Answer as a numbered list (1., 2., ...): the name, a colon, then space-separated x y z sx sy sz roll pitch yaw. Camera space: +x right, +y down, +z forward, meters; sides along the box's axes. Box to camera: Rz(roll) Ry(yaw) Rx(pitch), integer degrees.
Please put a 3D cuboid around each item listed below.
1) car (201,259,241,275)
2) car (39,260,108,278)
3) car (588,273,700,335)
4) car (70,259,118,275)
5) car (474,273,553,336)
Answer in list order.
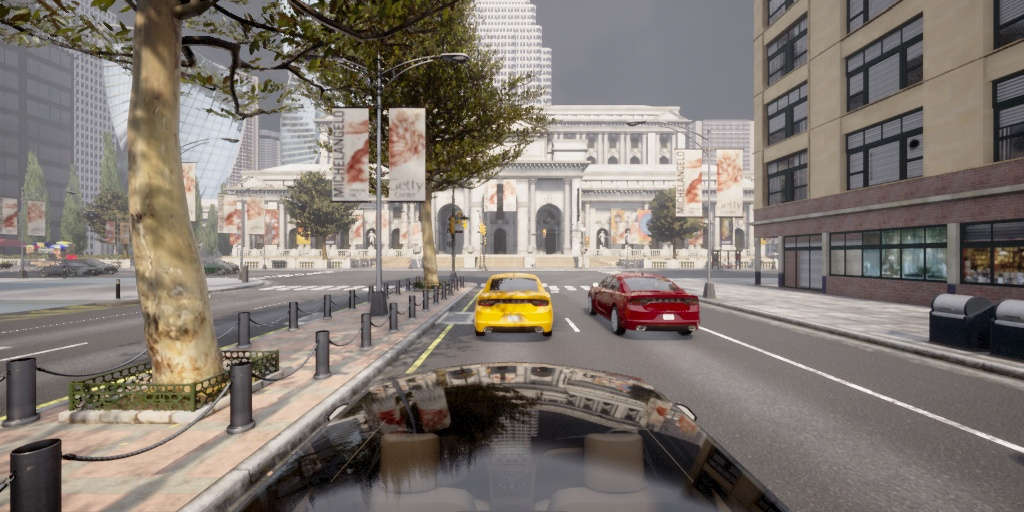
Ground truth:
1. car: -31.074 1.102 37.563 4.553 1.767 2.097 0 0 0
2. car: -41.787 1.314 34.039 4.181 1.385 1.994 0 0 -1
3. car: 3.558 1.228 10.582 1.882 1.535 5.008 0 0 0
4. car: -44.273 1.101 37.505 4.553 1.767 2.097 0 0 -1
5. car: 0.056 1.228 10.403 1.882 1.535 5.008 0 0 1
